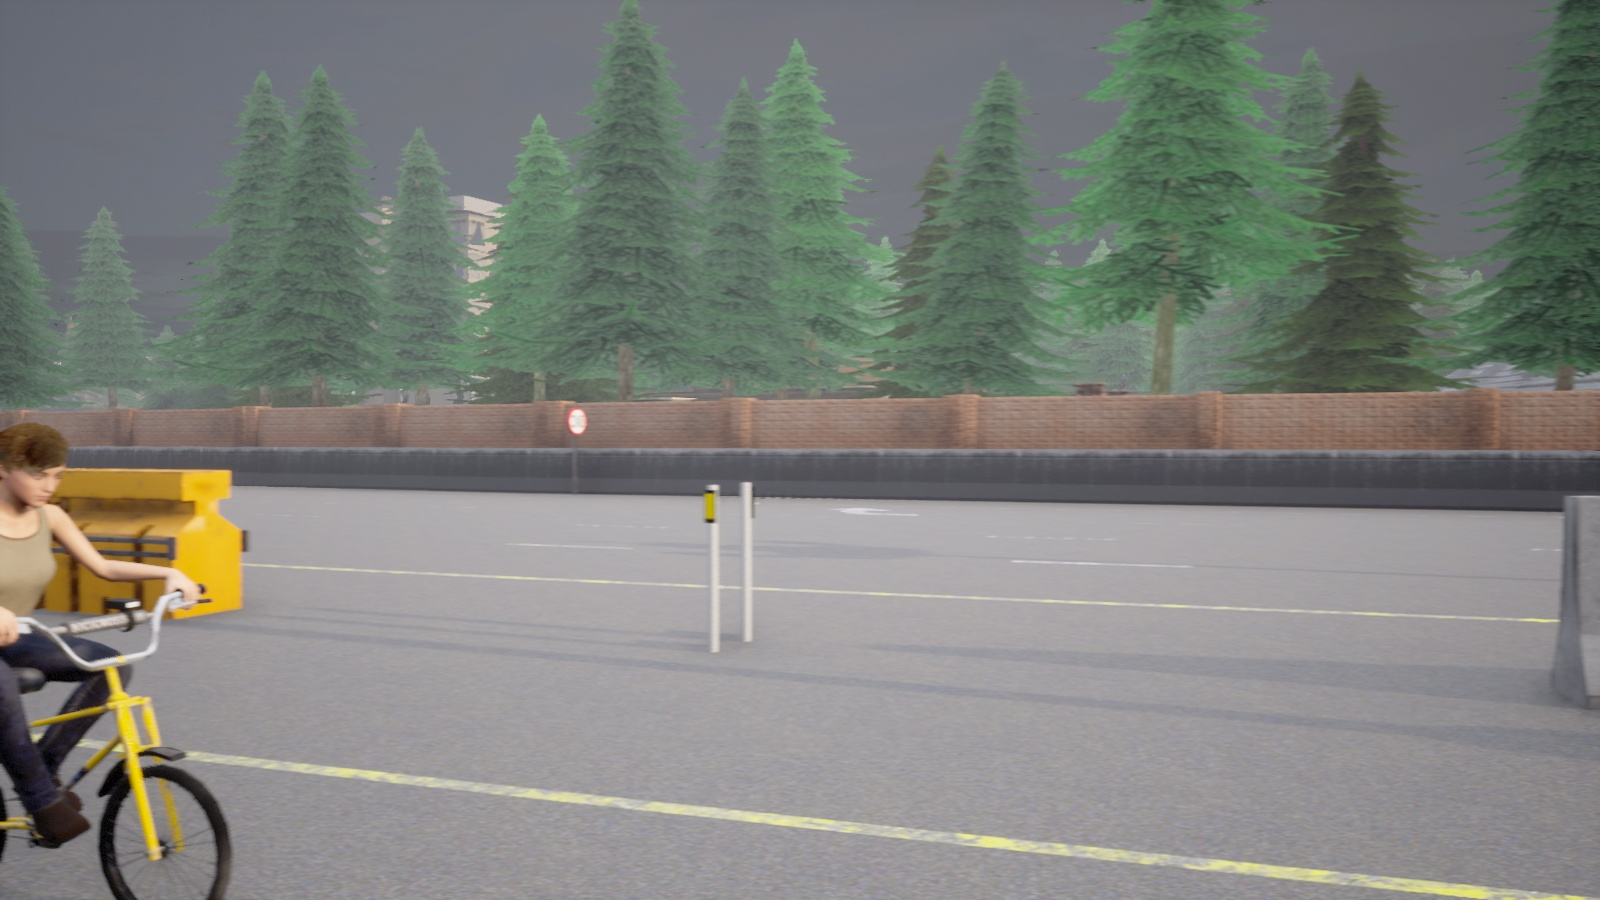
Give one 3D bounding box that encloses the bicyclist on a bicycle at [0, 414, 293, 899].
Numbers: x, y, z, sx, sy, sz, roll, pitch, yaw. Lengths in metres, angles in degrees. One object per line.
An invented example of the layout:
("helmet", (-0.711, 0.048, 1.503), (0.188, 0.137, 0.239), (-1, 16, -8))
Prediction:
("bicyclist on a bicycle", (-2.601, 0.695, 4.164), (1.509, 1.612, 0.866), (1, 1, 20))
